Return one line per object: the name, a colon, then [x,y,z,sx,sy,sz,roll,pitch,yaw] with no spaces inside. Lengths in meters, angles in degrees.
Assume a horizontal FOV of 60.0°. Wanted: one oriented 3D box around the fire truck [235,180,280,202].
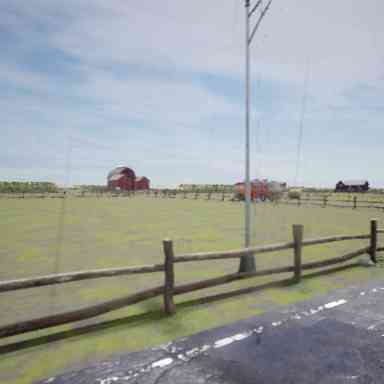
fire truck: [11.639,-0.289,59.538,2.891,3.827,8.468,1,0,-36]
